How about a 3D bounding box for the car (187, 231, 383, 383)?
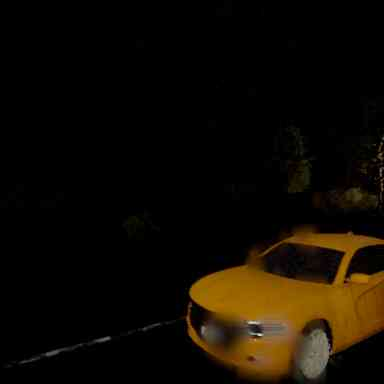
[{"bbox_3d":[2.230,1.478,5.580,5.008,1.535,1.882,0,0,-35],"label":"car"}]
